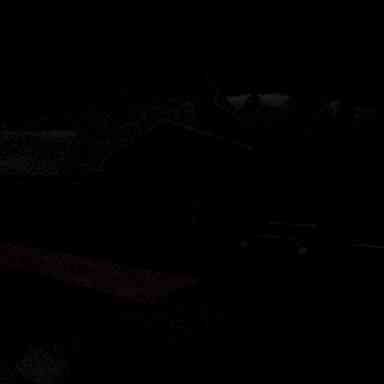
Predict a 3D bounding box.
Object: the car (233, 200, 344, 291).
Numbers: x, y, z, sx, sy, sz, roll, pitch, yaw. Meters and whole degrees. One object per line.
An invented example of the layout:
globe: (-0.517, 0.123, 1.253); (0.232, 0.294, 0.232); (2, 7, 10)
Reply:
car: (2.711, 1.161, 8.623); (1.905, 1.878, 3.866); (0, 0, 35)

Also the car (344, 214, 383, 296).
car: (4.985, 1.172, 7.483); (1.932, 1.855, 4.605); (0, 0, 35)
